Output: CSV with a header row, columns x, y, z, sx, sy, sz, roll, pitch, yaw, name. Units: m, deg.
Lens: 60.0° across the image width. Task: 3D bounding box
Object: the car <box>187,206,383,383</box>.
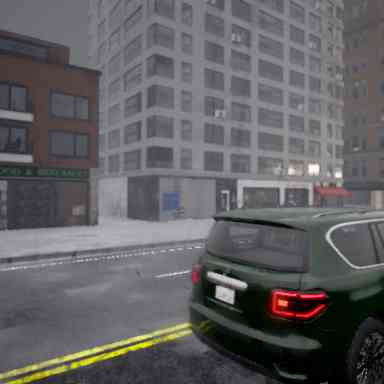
x,y,z,sx,sy,sz,roll,pitch,yaw,name
2.545,1.242,5.252,5.566,2.045,2.150,0,0,-35,car
